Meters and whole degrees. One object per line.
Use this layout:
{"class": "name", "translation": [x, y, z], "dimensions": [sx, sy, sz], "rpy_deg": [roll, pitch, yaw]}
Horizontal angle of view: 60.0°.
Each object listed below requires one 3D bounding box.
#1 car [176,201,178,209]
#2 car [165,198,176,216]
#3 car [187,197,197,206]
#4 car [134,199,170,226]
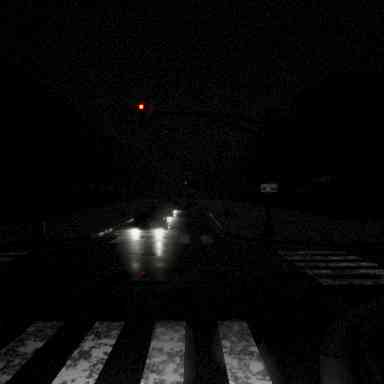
{"class": "car", "translation": [-2.906, 1.533, 43.491], "dimensions": [1.837, 1.490, 4.892], "rpy_deg": [0, 0, 0]}
{"class": "car", "translation": [-2.905, 1.498, 33.408], "dimensions": [1.882, 1.535, 5.008], "rpy_deg": [0, 0, 0]}
{"class": "car", "translation": [0.014, 1.603, 57.141], "dimensions": [2.033, 1.411, 5.357], "rpy_deg": [0, 0, 0]}
{"class": "car", "translation": [-2.893, 1.492, 23.939], "dimensions": [1.882, 1.535, 5.008], "rpy_deg": [0, 0, 0]}
